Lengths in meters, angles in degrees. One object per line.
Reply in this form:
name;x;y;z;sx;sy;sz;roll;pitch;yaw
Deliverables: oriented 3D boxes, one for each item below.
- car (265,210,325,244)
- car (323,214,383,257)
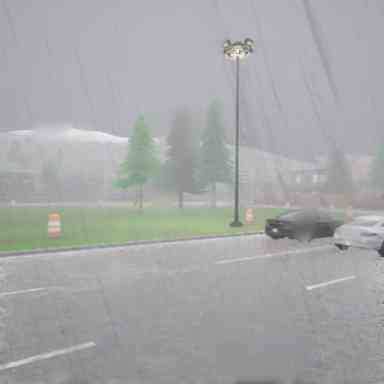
car;5.858;1.634;16.711;5.008;1.535;1.882;0;0;-35
car;7.664;1.678;13.596;4.674;1.442;1.812;0;0;-35
